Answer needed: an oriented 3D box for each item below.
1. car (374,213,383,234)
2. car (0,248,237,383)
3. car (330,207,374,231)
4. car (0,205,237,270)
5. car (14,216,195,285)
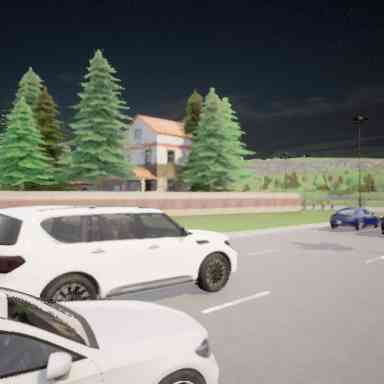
[{"bbox_3d":[12.626,1.658,19.077,5.008,1.535,1.882,0,-1,-40],"label":"car"},{"bbox_3d":[-1.913,1.557,2.756,4.674,1.442,1.812,0,-1,-36],"label":"car"},{"bbox_3d":[10.935,1.739,22.226,4.674,1.442,1.812,0,-1,-40],"label":"car"},{"bbox_3d":[-1.478,1.299,7.327,5.566,2.045,2.150,0,-1,-39],"label":"car"},{"bbox_3d":[-2.609,1.661,10.846,5.357,1.411,2.033,0,-1,-39],"label":"car"}]
